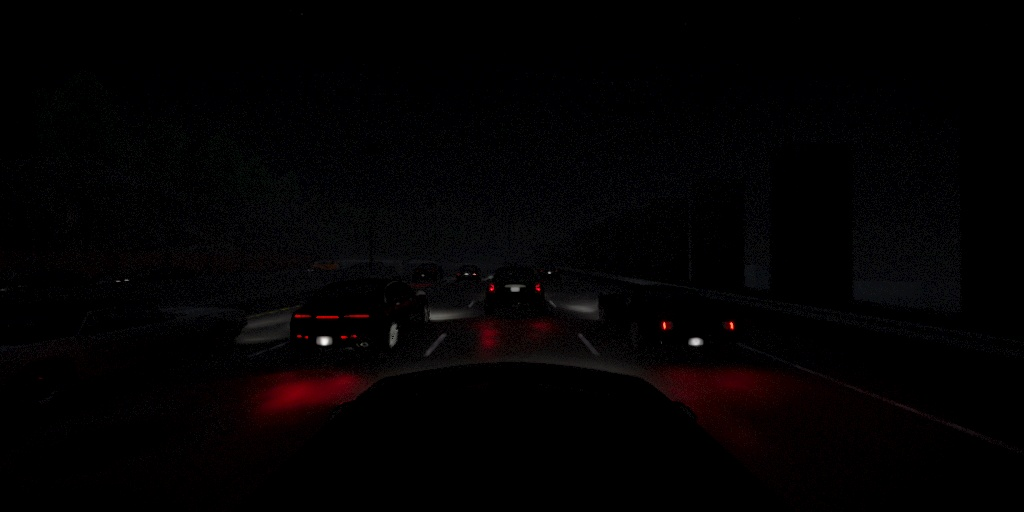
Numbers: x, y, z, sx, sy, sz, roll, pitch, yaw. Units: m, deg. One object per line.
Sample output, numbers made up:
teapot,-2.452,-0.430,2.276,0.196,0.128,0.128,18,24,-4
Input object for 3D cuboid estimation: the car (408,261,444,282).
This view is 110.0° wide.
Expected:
car,-7.065,1.364,30.728,1.882,1.535,5.008,0,0,-1

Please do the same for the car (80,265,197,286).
car,-21.126,1.307,20.967,2.128,1.511,4.902,0,0,0

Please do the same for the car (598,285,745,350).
car,3.598,1.395,9.226,1.895,1.301,4.718,0,0,0

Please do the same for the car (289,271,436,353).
car,-3.398,1.287,8.917,1.837,1.490,4.892,0,0,0

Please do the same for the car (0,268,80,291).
car,-24.607,1.346,18.569,2.033,1.411,5.357,0,0,0

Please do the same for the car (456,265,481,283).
car,-3.531,1.435,29.755,2.033,1.411,5.357,0,0,-2

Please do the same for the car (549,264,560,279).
car,3.334,1.485,34.422,1.994,1.385,4.181,0,0,-2

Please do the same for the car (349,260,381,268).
car,-18.202,1.483,43.702,2.033,1.411,5.357,0,0,-2

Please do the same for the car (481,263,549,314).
car,0.107,1.166,14.305,2.097,1.767,4.553,0,0,0

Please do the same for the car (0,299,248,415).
car,-6.906,1.362,5.954,1.895,1.301,4.718,0,0,0

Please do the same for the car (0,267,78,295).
car,-28.121,1.366,20.313,1.994,1.385,4.181,0,0,0

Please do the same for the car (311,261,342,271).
car,-25.439,1.429,48.939,1.882,1.535,5.008,0,0,-4
